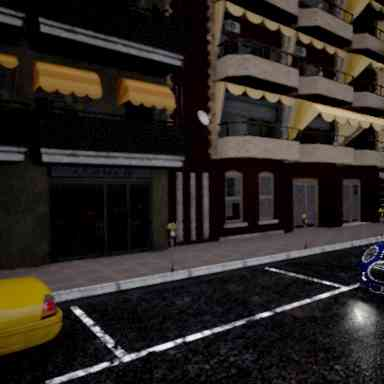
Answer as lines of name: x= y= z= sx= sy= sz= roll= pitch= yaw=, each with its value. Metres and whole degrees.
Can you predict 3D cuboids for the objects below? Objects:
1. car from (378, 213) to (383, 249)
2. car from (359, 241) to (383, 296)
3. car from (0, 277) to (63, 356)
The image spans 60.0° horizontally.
car: x=9.571 y=1.489 z=13.388 sx=4.313 sy=1.339 sz=1.947 roll=0 pitch=0 yaw=-35
car: x=5.754 y=1.308 z=7.477 sx=4.553 sy=1.767 sz=2.097 roll=0 pitch=0 yaw=-35
car: x=-4.061 y=1.532 z=3.673 sx=4.829 sy=1.417 sz=1.752 roll=0 pitch=0 yaw=-35
